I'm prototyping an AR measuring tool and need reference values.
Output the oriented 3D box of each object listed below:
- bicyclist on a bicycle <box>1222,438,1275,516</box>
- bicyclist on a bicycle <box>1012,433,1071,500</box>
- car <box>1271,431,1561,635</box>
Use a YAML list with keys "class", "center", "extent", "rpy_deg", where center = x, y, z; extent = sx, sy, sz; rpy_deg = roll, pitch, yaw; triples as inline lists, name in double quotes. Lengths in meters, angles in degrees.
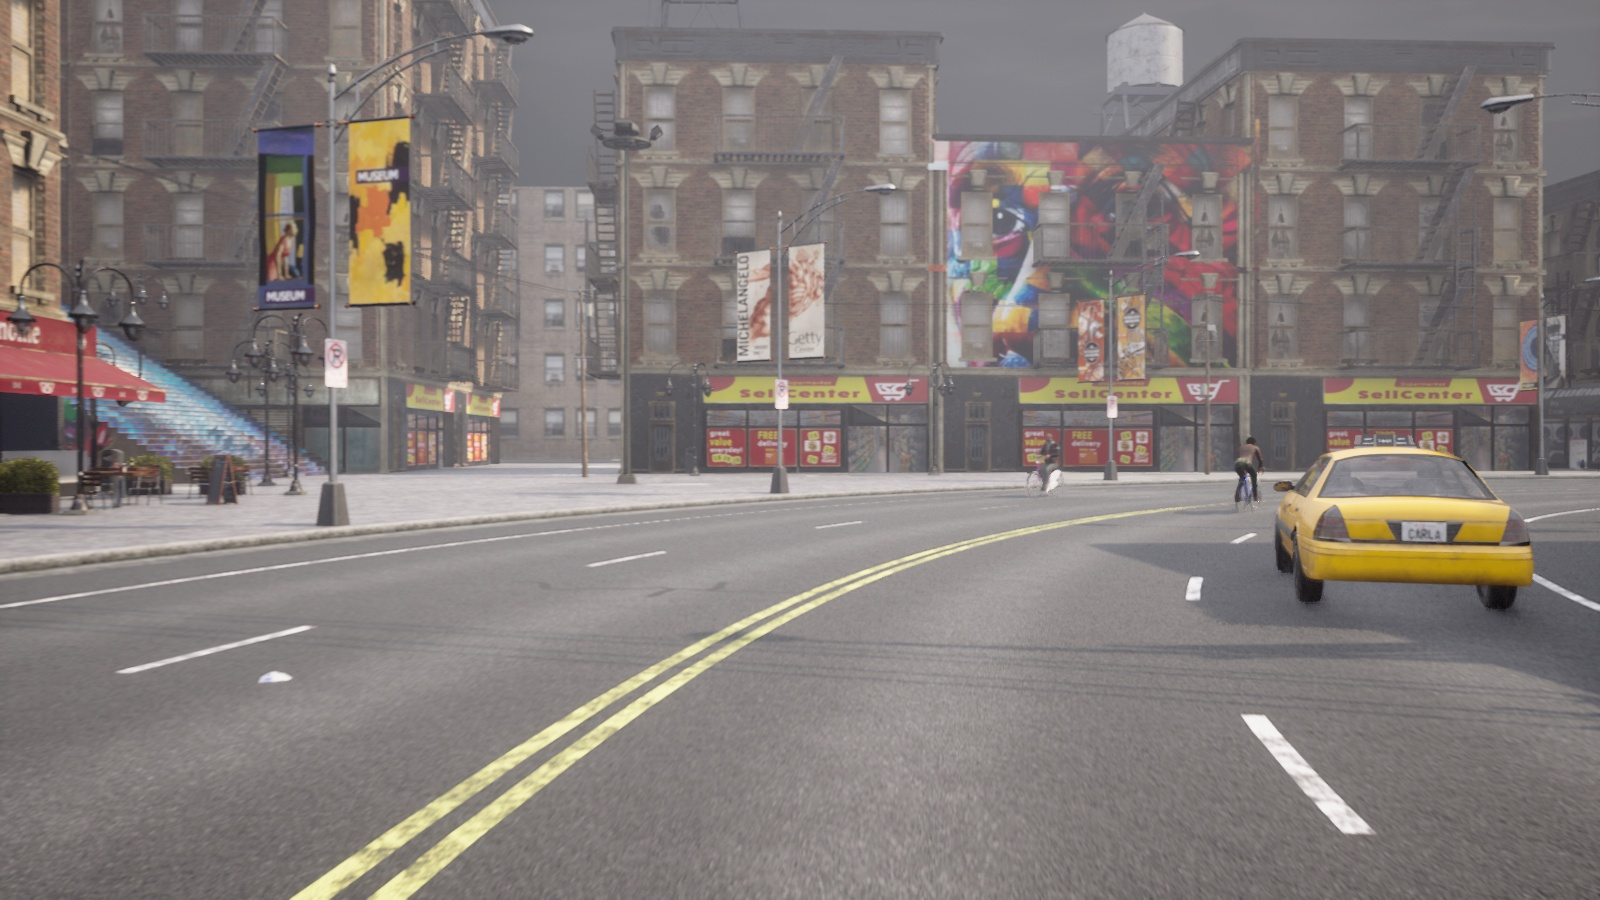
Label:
- class: "bicyclist on a bicycle"
  center: [9.597, 0.562, 26.834]
  extent: [0.582, 1.620, 1.656]
  rpy_deg: [1, 0, 37]
- class: "bicyclist on a bicycle"
  center: [6.568, 0.435, 34.081]
  extent: [0.659, 1.776, 1.843]
  rpy_deg: [1, 1, 44]
- class: "car"
  center: [5.820, 0.624, 12.533]
  extent: [1.801, 1.575, 5.366]
  rpy_deg: [0, 0, 17]
